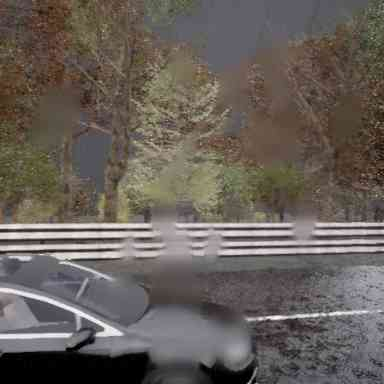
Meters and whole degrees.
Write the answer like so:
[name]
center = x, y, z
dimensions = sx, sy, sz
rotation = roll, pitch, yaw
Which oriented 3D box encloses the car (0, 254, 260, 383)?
[car]
center = -1.761, 1.445, 3.357
dimensions = 4.902, 1.511, 2.128
rotation = 1, 0, -12
